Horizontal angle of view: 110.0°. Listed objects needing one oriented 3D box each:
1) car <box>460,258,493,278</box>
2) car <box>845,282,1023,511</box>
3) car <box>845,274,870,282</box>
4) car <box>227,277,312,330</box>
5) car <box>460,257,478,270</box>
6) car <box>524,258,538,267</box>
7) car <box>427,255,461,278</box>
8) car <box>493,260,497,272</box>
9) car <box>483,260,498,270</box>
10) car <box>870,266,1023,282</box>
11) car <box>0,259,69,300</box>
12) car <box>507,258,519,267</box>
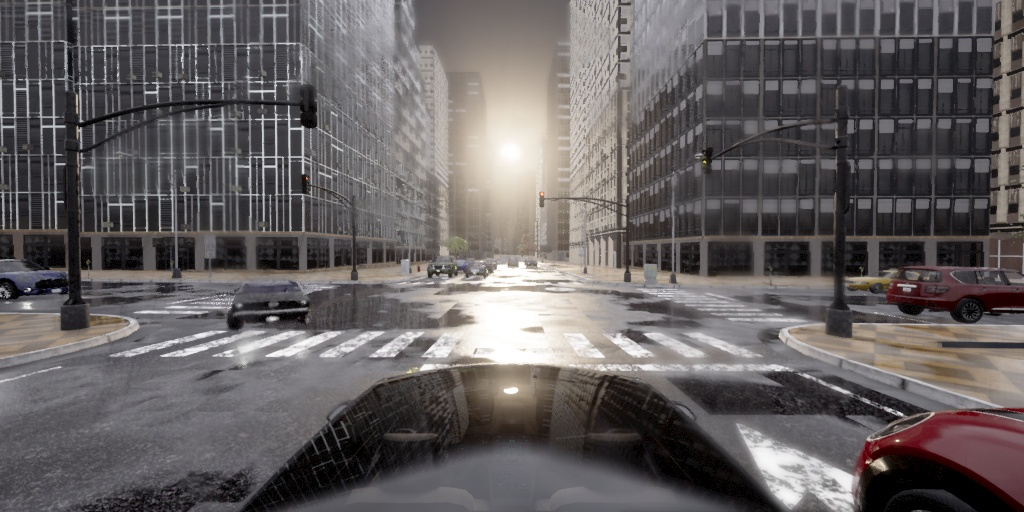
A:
[{"bbox_3d":[-3.241,1.225,33.947,2.128,1.511,4.902,0,0,1],"label":"car"},{"bbox_3d":[3.253,1.102,0.415,2.097,1.767,4.553,0,0,0],"label":"car"},{"bbox_3d":[21.865,1.410,20.795,4.829,1.417,1.751,0,0,1],"label":"car"},{"bbox_3d":[-7.693,1.367,11.489,1.895,1.301,4.718,1,0,-35],"label":"car"},{"bbox_3d":[-6.416,1.067,53.823,2.097,1.767,4.553,0,0,0],"label":"car"},{"bbox_3d":[3.458,1.306,63.386,1.895,1.301,4.718,0,0,0],"label":"car"},{"bbox_3d":[-6.483,0.955,34.190,2.150,2.045,5.566,0,0,0],"label":"car"},{"bbox_3d":[-3.212,1.327,43.229,1.895,1.301,4.718,0,0,0],"label":"car"},{"bbox_3d":[-3.169,1.263,53.932,2.033,1.411,5.357,0,0,0],"label":"car"},{"bbox_3d":[16.226,1.282,12.529,5.009,1.841,2.192,0,0,1],"label":"car"},{"bbox_3d":[-22.350,0.934,15.885,4.553,1.767,2.097,0,1,1],"label":"car"},{"bbox_3d":[0.207,1.269,63.368,1.994,1.385,4.181,0,0,0],"label":"car"}]
